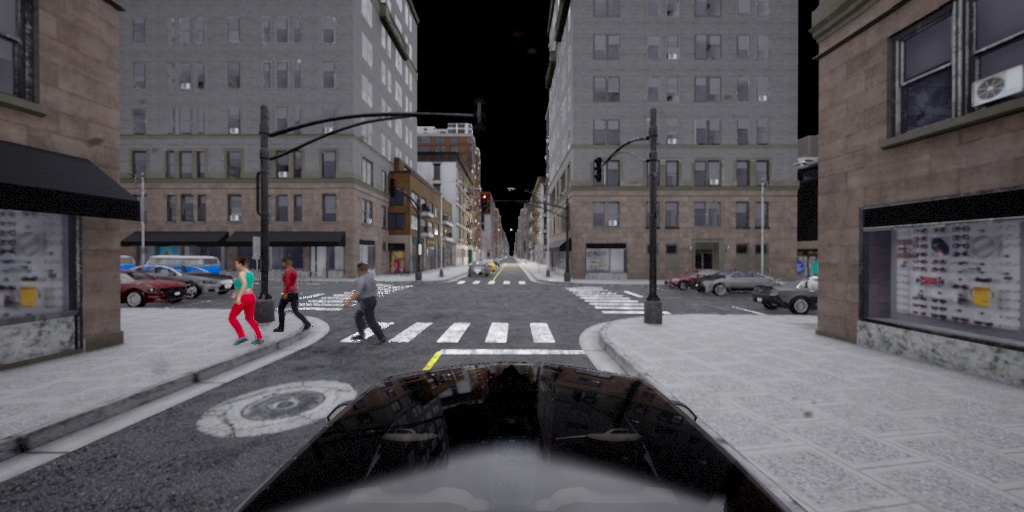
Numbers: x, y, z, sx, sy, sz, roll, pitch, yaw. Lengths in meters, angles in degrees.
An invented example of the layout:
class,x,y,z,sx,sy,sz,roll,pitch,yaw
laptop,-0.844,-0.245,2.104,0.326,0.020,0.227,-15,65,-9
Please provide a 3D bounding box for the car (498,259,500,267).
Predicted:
class,x,y,z,sx,sy,sz,roll,pitch,yaw
car,-3.065,1.197,64.028,2.033,1.411,5.357,0,0,1

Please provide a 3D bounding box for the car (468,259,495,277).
class,x,y,z,sx,sy,sz,roll,pitch,yaw
car,-3.103,1.199,34.645,2.128,1.511,4.902,0,0,0

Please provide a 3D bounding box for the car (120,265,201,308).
class,x,y,z,sx,sy,sz,roll,pitch,yaw
car,-15.148,1.181,13.831,4.507,1.381,1.888,0,0,0

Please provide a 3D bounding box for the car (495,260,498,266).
class,x,y,z,sx,sy,sz,roll,pitch,yaw
car,-3.110,1.167,44.726,1.882,1.535,5.008,0,0,0

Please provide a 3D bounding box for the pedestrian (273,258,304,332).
class,x,y,z,sx,sy,sz,roll,pitch,yaw
pedestrian,-5.350,0.887,8.576,0.375,1.860,0.375,0,0,0

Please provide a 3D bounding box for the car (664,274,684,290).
class,x,y,z,sx,sy,sz,roll,pitch,yaw
car,11.647,1.429,22.175,4.207,1.307,1.802,0,0,0

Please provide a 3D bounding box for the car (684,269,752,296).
class,x,y,z,sx,sy,sz,roll,pitch,yaw
car,12.100,1.432,19.600,4.181,1.385,1.994,1,0,0

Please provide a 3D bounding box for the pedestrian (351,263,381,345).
class,x,y,z,sx,sy,sz,roll,pitch,yaw
pedestrian,-3.244,1.040,7.977,0.375,1.860,0.375,0,0,0

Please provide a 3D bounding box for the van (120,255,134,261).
class,x,y,z,sx,sy,sz,roll,pitch,yaw
van,-26.098,0.819,22.439,3.998,1.789,1.690,0,0,0

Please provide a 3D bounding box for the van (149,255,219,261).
class,x,y,z,sx,sy,sz,roll,pitch,yaw
van,-20.607,0.872,22.402,3.998,1.789,1.690,0,0,0

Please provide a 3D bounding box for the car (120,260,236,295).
class,x,y,z,sx,sy,sz,roll,pitch,yaw
car,-15.566,1.107,16.586,4.902,1.511,2.128,1,0,0

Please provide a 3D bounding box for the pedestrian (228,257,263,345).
class,x,y,z,sx,sy,sz,roll,pitch,yaw
pedestrian,-5.508,0.888,7.376,0.375,1.860,0.375,0,0,0

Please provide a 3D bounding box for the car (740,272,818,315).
class,x,y,z,sx,sy,sz,roll,pitch,yaw
car,11.615,1.450,13.650,4.403,1.370,2.007,0,0,0
